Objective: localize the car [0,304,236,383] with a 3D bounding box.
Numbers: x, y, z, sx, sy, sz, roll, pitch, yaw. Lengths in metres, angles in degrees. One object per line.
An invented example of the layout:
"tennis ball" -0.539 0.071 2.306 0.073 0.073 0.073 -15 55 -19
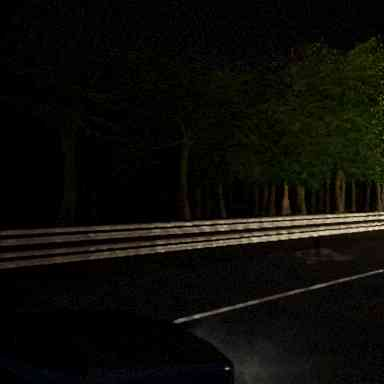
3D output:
"car" -2.137 1.537 2.202 5.357 1.411 2.033 1 0 -35
